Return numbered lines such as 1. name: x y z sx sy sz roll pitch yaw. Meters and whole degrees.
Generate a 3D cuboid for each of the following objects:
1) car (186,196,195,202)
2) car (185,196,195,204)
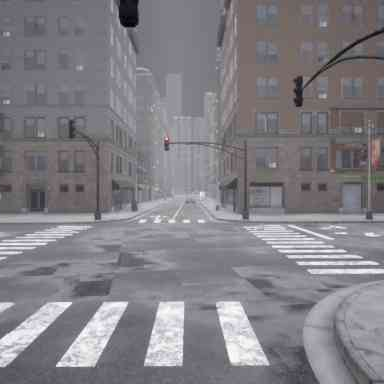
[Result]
1. car: -0.368 1.484 73.679 1.895 1.301 4.718 0 0 0
2. car: -0.300 1.649 63.675 1.895 1.301 4.718 0 0 0
